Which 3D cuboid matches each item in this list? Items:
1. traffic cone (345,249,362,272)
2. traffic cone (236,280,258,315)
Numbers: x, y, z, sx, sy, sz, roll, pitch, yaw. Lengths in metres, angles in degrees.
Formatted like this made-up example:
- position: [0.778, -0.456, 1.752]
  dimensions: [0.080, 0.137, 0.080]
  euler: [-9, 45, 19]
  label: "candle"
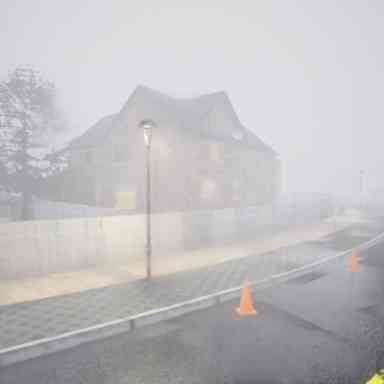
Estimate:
- position: [4.620, 1.936, 9.512]
  dimensions: [0.340, 0.580, 0.340]
  euler: [-1, 0, -45]
  label: "traffic cone"
- position: [1.035, 1.966, 6.299]
  dimensions: [0.340, 0.580, 0.340]
  euler: [0, 0, -8]
  label: "traffic cone"
